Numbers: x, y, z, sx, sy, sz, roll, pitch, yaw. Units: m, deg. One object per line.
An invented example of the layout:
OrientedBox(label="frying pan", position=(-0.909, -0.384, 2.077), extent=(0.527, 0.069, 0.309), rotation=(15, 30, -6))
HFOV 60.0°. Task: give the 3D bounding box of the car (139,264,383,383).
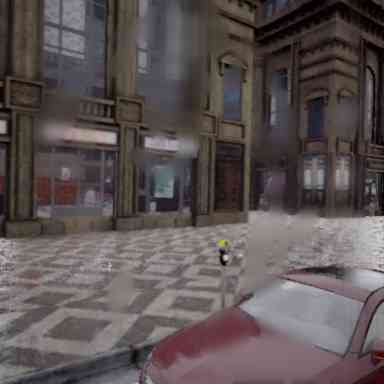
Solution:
OrientedBox(label="car", position=(1.502, 1.546, 3.618), extent=(4.206, 1.307, 1.802), rotation=(1, 1, -34))
